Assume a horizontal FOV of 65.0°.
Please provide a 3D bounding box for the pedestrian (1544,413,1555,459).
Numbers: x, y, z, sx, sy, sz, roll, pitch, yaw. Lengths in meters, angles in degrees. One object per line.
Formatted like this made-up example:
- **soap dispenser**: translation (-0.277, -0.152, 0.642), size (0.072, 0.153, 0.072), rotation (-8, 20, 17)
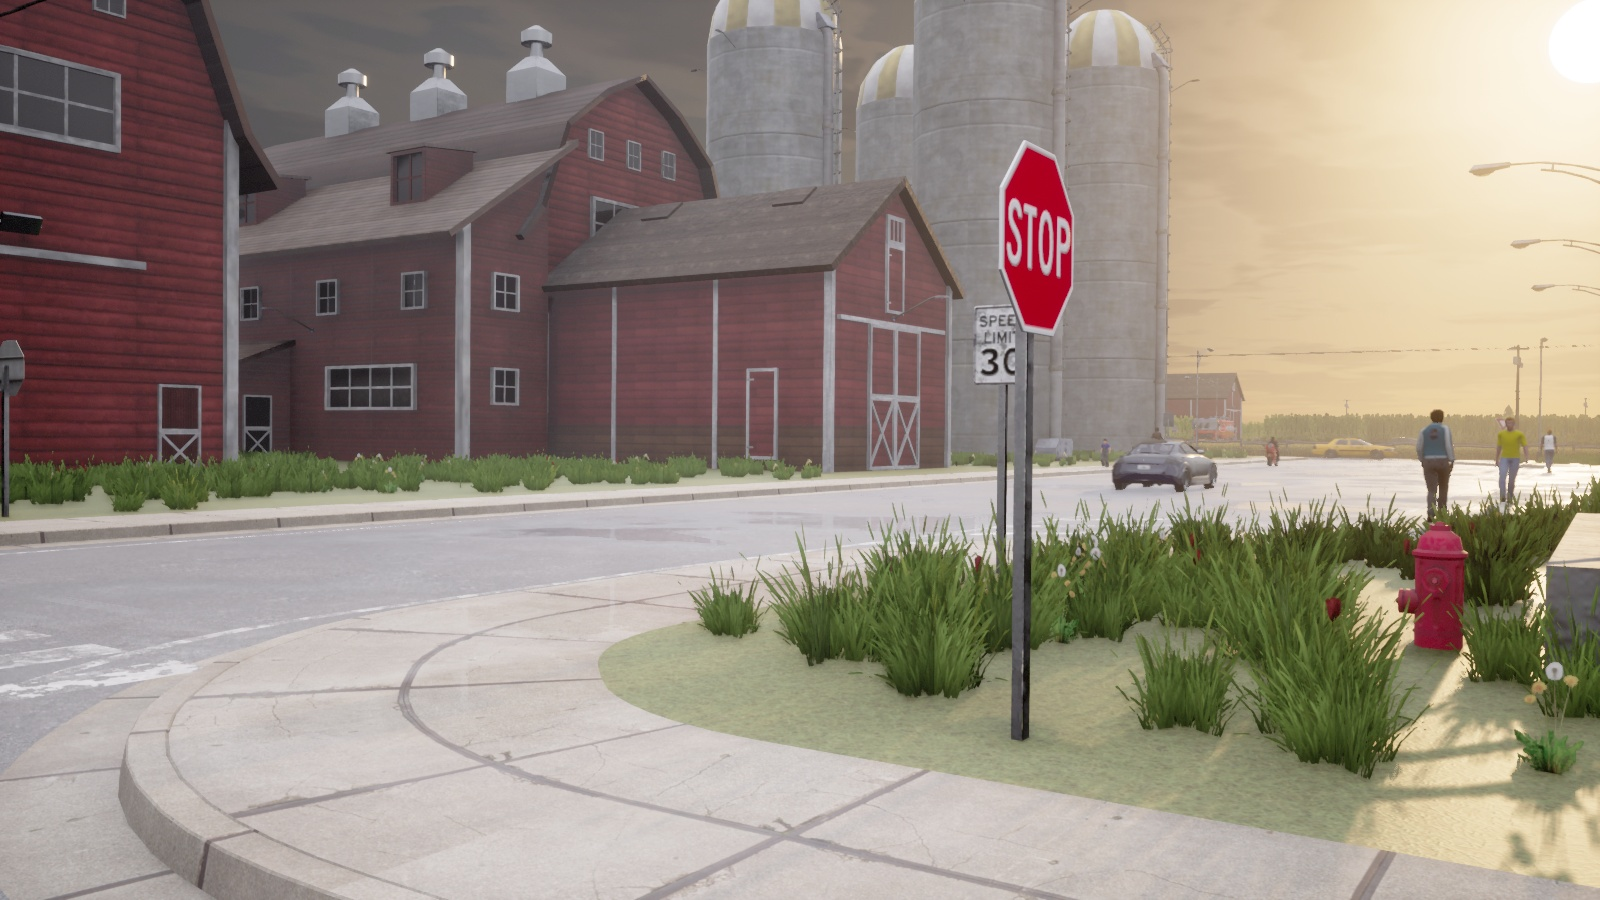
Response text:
- **pedestrian**: translation (29.868, -0.567, 50.065), size (0.354, 1.836, 0.706), rotation (0, 1, 32)

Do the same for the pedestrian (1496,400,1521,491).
- **pedestrian**: translation (14.551, -0.097, 25.778), size (0.354, 1.836, 0.706), rotation (0, 1, 37)

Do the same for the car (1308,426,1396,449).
- **car**: translation (38.169, -0.861, 86.866), size (5.366, 1.575, 1.801), rotation (0, 1, 33)

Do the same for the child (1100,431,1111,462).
- **child**: translation (12.614, -0.155, 51.852), size (0.270, 1.263, 0.437), rotation (0, 1, 34)

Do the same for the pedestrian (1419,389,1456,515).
- **pedestrian**: translation (10.006, 0.027, 19.718), size (0.396, 1.930, 0.692), rotation (0, 1, 37)

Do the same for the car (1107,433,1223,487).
- **car**: translation (10.216, 0.225, 34.972), size (1.994, 1.385, 4.181), rotation (0, 1, 33)

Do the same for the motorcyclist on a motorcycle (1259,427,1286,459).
- **motorcyclist on a motorcycle**: translation (23.315, -0.343, 61.957), size (0.797, 1.523, 2.044), rotation (0, 1, 33)
